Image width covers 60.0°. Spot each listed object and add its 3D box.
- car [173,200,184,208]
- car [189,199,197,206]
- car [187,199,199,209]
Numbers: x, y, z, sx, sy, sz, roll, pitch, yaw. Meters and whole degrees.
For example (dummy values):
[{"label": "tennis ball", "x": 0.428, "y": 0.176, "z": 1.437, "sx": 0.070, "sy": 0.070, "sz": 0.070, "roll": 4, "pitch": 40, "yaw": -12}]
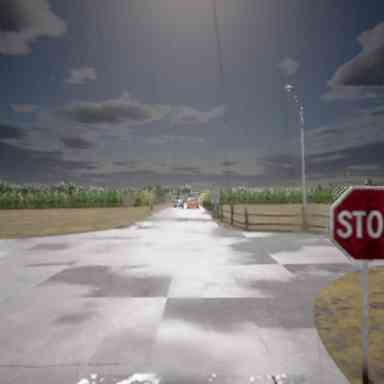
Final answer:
[{"label": "car", "x": -2.558, "y": 2.319, "z": 64.794, "sx": 2.128, "sy": 1.511, "sz": 4.902, "roll": 0, "pitch": -1, "yaw": 0}, {"label": "car", "x": 0.209, "y": 2.259, "z": 70.622, "sx": 1.837, "sy": 1.490, "sz": 4.892, "roll": 0, "pitch": -1, "yaw": 0}, {"label": "car", "x": 0.179, "y": 2.112, "z": 60.586, "sx": 2.097, "sy": 1.767, "sz": 4.553, "roll": 0, "pitch": -1, "yaw": 0}]
